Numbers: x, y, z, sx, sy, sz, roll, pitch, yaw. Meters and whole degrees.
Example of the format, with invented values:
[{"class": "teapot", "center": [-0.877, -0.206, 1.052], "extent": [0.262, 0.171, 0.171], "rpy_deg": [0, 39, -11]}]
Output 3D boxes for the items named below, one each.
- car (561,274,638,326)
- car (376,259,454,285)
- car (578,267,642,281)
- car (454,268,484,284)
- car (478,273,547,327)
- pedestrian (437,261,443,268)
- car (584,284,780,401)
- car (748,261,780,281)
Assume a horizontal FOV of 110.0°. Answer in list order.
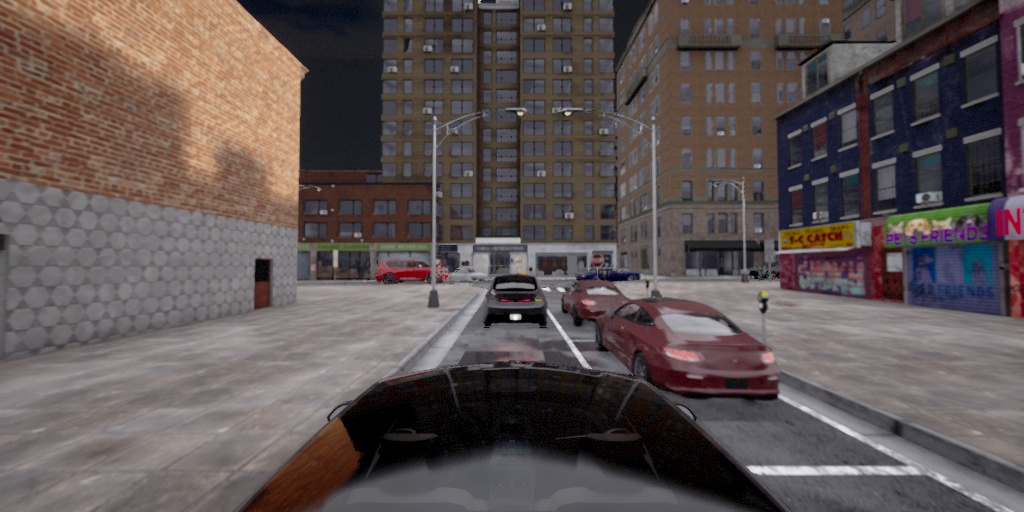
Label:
[{"class": "car", "center": [2.642, 1.433, 11.734], "extent": [1.802, 1.307, 4.207], "rpy_deg": [0, 0, 0]}, {"class": "car", "center": [-7.682, 1.282, 27.970], "extent": [5.566, 2.045, 2.150], "rpy_deg": [-1, -2, 0]}, {"class": "car", "center": [7.419, 1.516, 27.564], "extent": [4.718, 1.301, 1.895], "rpy_deg": [-1, -2, -10]}, {"class": "car", "center": [-4.498, 1.712, 30.896], "extent": [4.718, 1.301, 1.895], "rpy_deg": [-1, -2, 0]}, {"class": "car", "center": [0.097, 1.360, 11.888], "extent": [1.837, 1.490, 4.892], "rpy_deg": [0, 0, 0]}, {"class": "pedestrian", "center": [-6.816, 1.361, 33.826], "extent": [0.375, 1.860, 0.375], "rpy_deg": [0, -1, 0]}, {"class": "car", "center": [2.640, 1.378, 6.295], "extent": [1.802, 1.307, 4.207], "rpy_deg": [0, 0, 0]}, {"class": "car", "center": [22.920, 1.215, 30.789], "extent": [4.553, 1.767, 2.097], "rpy_deg": [0, -2, 0]}]
